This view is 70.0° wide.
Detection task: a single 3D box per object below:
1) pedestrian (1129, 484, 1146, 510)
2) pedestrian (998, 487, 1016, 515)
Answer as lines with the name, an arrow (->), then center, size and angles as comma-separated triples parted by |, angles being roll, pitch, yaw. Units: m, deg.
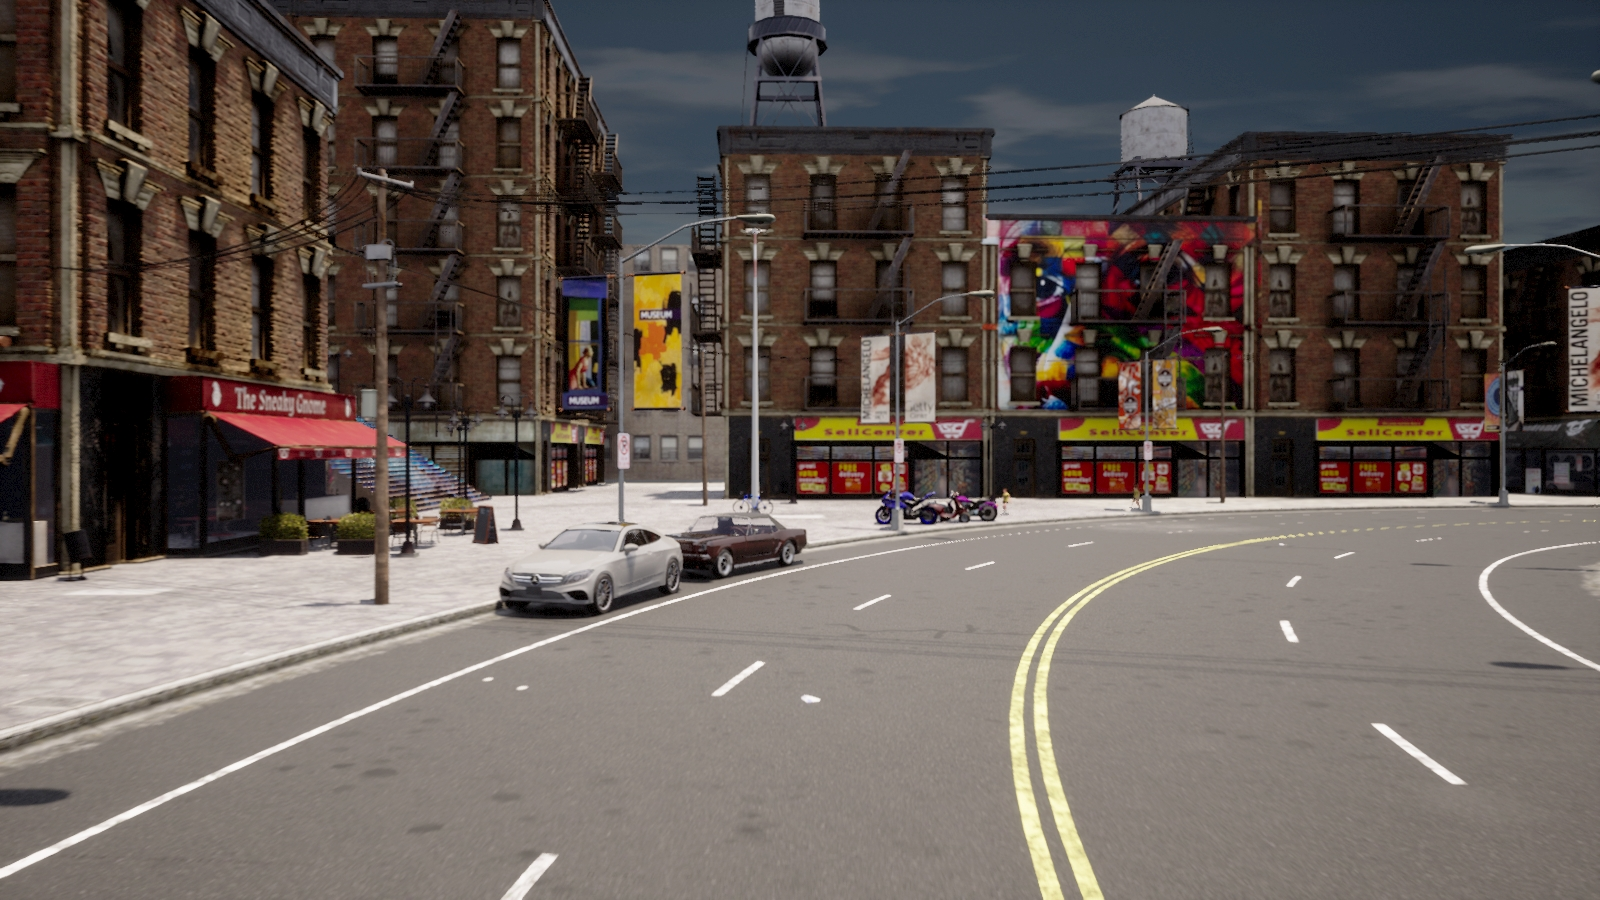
pedestrian -> 14.943, 2.078, 50.610 | 0.500, 1.100, 0.500 | 0, 0, -25
pedestrian -> 8.364, 2.077, 46.213 | 0.500, 1.100, 0.500 | 0, 0, -36
